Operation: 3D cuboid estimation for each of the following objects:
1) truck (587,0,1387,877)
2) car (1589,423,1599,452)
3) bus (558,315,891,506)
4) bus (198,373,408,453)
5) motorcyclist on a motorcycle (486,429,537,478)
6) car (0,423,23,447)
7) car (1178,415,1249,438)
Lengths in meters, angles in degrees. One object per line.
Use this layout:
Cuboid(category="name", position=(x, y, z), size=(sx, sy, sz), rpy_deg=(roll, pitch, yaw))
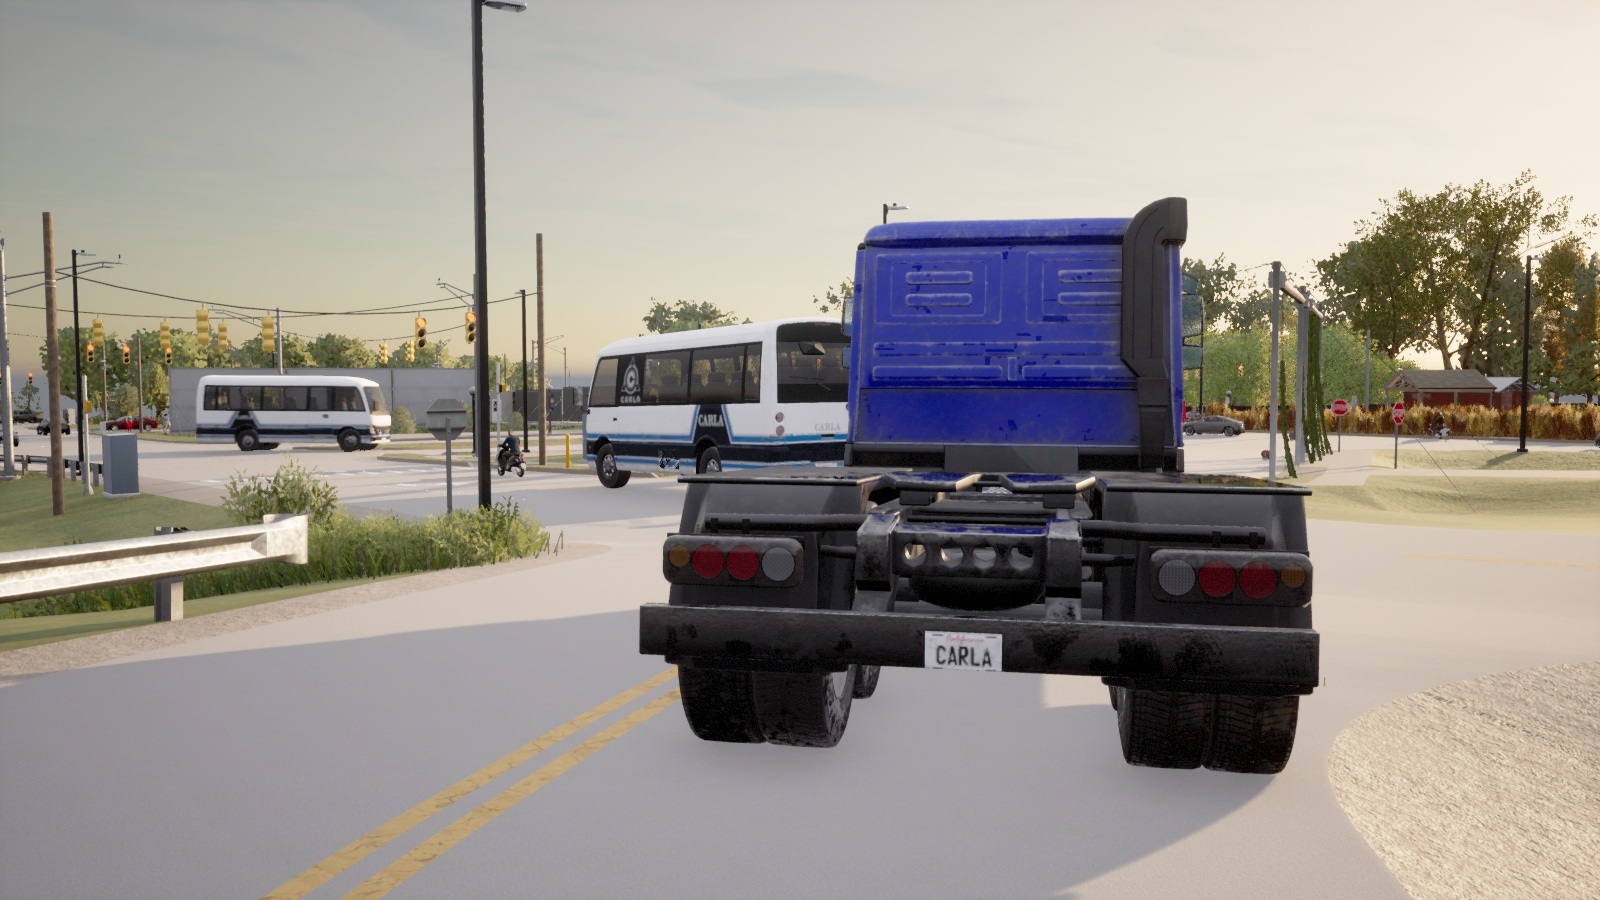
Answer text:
Cuboid(category="truck", position=(1.377, -0.288, 8.546), size=(2.891, 3.462, 7.936), rpy_deg=(1, 1, 11))
Cuboid(category="car", position=(43.951, -0.665, 66.096), size=(4.892, 1.490, 1.837), rpy_deg=(-1, 2, -26))
Cuboid(category="bus", position=(-2.403, -1.042, 33.243), size=(3.944, 4.253, 10.273), rpy_deg=(-2, 2, -35))
Cuboid(category="bus", position=(-27.821, -2.085, 70.709), size=(10.273, 4.253, 3.944), rpy_deg=(1, 2, 0))
Cuboid(category="motorcyclist on a motorcycle", position=(-9.696, 0.094, 42.163), size=(0.866, 1.590, 1.817), rpy_deg=(-3, 3, -41))
Cuboid(category="car", position=(-52.968, -1.008, 82.948), size=(2.033, 1.411, 5.357), rpy_deg=(-3, 3, -39))
Cuboid(category="car", position=(28.310, -1.623, 86.094), size=(4.181, 1.385, 1.994), rpy_deg=(2, 4, 37))
